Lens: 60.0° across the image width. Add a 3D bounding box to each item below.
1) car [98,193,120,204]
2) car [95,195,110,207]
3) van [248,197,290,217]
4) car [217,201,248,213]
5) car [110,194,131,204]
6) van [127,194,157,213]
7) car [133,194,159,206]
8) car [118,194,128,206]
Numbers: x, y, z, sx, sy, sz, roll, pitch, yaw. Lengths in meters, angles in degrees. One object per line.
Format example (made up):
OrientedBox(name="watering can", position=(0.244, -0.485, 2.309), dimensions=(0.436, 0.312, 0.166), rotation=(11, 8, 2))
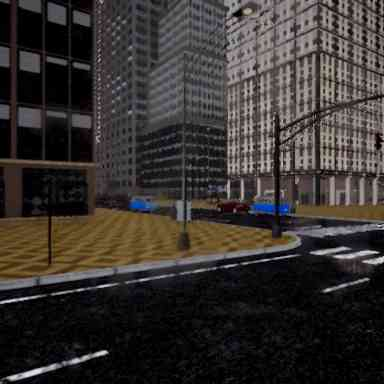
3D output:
OrientedBox(name="car", position=(-15.328, 1.428, 62.171), dimensions=(2.128, 1.511, 4.902), rotation=(0, 0, -34))
OrientedBox(name="car", position=(-14.734, 1.535, 51.144), dimensions=(1.947, 1.339, 4.313), rotation=(0, 0, -34))
OrientedBox(name="van", position=(7.818, 1.448, 32.966), dimensions=(1.690, 1.788, 3.998), rotation=(0, 0, -34))
OrientedBox(name="car", position=(4.639, 1.627, 37.503), dimensions=(1.887, 1.381, 4.507), rotation=(0, 0, -34))
OrientedBox(name="car", position=(-13.999, 1.248, 65.016), dimensions=(2.192, 1.841, 5.009), rotation=(0, 0, -34))
OrientedBox(name="van", position=(-5.422, 1.385, 37.380), dimensions=(1.690, 1.788, 3.998), rotation=(0, 0, -34))
OrientedBox(name="car", position=(-7.791, 1.298, 55.839), dimensions=(2.192, 1.841, 5.009), rotation=(0, 0, -34))
OrientedBox(name="car", position=(-9.454, 1.531, 53.487), dimensions=(2.033, 1.411, 5.357), rotation=(0, 0, -34))
